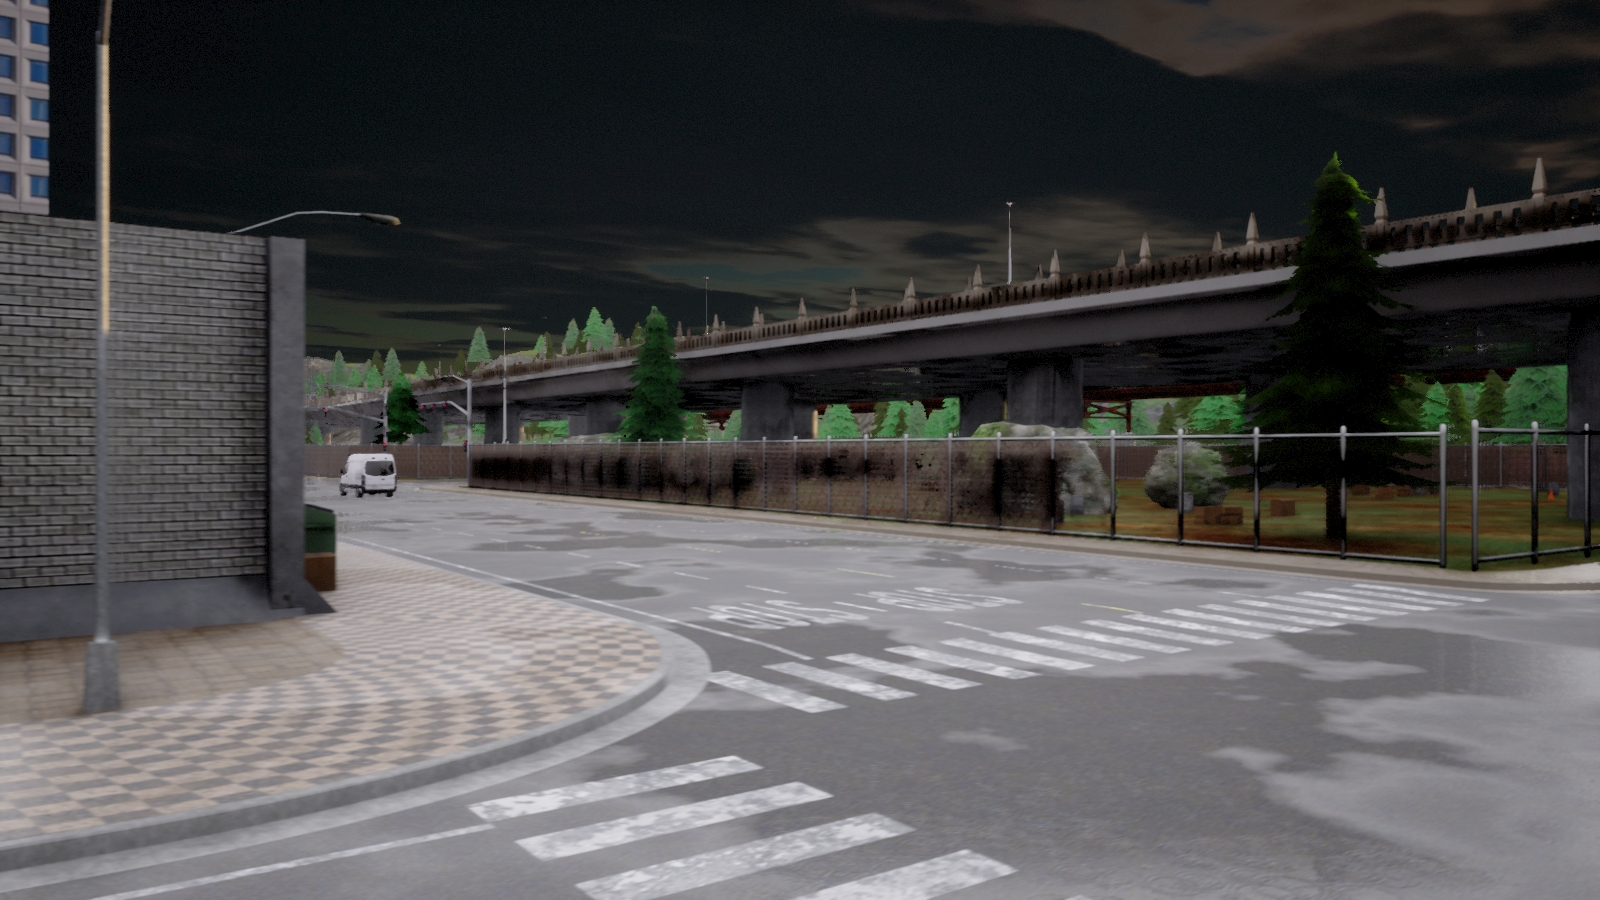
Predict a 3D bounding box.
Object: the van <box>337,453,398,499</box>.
[{"bbox_3d":[-25.617,1.483,67.599,1.988,2.561,5.915,0,0,-35],"label":"van"}]
